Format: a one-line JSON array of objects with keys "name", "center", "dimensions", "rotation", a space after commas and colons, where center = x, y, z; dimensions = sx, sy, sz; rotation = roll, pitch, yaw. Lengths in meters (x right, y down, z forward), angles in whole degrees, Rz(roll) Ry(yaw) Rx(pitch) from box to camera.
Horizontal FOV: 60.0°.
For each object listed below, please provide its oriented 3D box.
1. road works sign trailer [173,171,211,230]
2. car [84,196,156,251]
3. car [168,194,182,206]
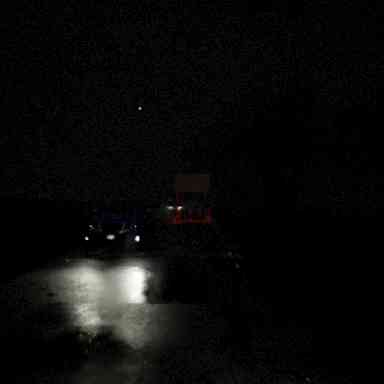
[{"name": "road works sign trailer", "center": [-0.016, 0.471, 21.048], "dimensions": [2.380, 3.560, 2.880], "rotation": [0, 0, 0]}, {"name": "car", "center": [-2.848, 1.225, 14.421], "dimensions": [2.150, 2.045, 5.566], "rotation": [0, 0, 0]}, {"name": "car", "center": [-2.802, 1.348, 56.356], "dimensions": [2.150, 2.045, 5.566], "rotation": [0, 0, 1]}]
